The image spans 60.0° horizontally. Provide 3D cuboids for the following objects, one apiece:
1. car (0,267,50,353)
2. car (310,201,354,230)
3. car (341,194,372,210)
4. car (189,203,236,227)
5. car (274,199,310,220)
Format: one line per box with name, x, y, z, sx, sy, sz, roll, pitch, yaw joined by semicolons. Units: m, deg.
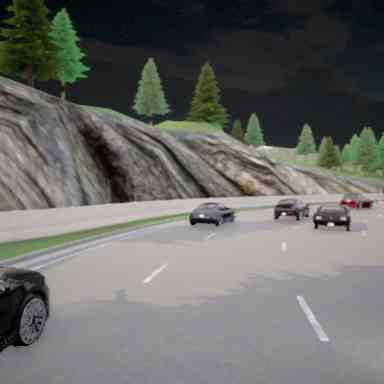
car;-3.263;1.460;3.366;2.128;1.511;4.902;0;1;3
car;8.459;1.429;19.870;1.895;1.301;4.718;0;1;26
car;18.552;1.030;37.498;4.553;1.767;2.097;0;1;-43
car;1.415;1.376;21.597;1.994;1.385;4.181;0;1;24
car;7.730;1.284;25.459;1.837;1.490;4.892;0;0;32
